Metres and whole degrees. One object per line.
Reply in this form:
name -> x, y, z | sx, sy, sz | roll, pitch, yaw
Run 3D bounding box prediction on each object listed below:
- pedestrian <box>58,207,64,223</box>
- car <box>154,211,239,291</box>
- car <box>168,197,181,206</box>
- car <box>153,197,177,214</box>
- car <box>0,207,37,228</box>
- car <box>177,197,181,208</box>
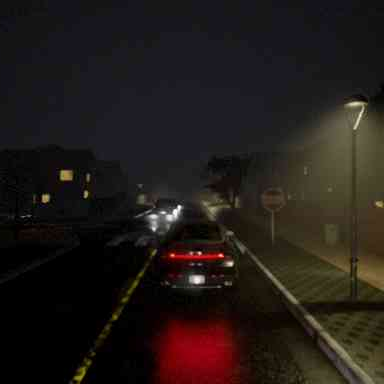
pedestrian -> -9.911, 1.360, 25.233 | 0.375, 1.860, 0.375 | 0, -2, 5
car -> 0.100, 1.473, 8.882 | 1.837, 1.490, 4.892 | 0, 0, 0
car -> -2.811, 1.523, 54.686 | 1.895, 1.301, 4.718 | 0, 0, 0
car -> -2.846, 1.428, 34.166 | 1.837, 1.490, 4.892 | 0, 0, 0
car -> -13.579, 1.713, 22.876 | 5.357, 1.411, 2.033 | -1, -2, 4
car -> -2.840, 1.518, 44.149 | 1.895, 1.301, 4.718 | 0, 0, 0
